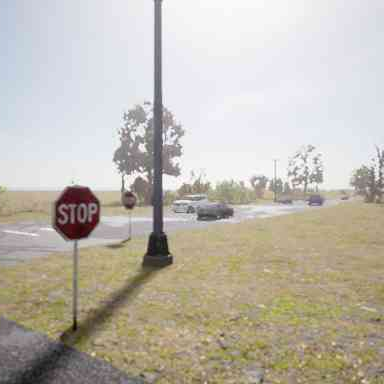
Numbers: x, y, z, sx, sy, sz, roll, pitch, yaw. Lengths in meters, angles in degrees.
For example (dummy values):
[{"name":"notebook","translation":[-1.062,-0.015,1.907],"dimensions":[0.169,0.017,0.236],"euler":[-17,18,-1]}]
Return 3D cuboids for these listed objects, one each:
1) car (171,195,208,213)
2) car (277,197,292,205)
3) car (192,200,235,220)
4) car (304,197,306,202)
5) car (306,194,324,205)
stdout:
[{"name":"car","translation":[-0.099,1.377,38.990],"dimensions":[2.150,2.045,5.566],"euler":[0,0,34]},{"name":"car","translation":[18.515,1.683,66.632],"dimensions":[1.882,1.535,5.008],"euler":[0,0,34]},{"name":"car","translation":[2.226,1.673,29.888],"dimensions":[1.994,1.385,4.181],"euler":[0,0,34]},{"name":"car","translation":[29.199,1.789,82.495],"dimensions":[1.994,1.385,4.181],"euler":[0,0,34]},{"name":"car","translation":[23.806,1.438,63.638],"dimensions":[2.150,2.045,5.566],"euler":[0,0,27]}]
